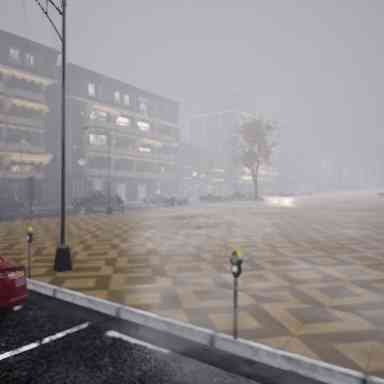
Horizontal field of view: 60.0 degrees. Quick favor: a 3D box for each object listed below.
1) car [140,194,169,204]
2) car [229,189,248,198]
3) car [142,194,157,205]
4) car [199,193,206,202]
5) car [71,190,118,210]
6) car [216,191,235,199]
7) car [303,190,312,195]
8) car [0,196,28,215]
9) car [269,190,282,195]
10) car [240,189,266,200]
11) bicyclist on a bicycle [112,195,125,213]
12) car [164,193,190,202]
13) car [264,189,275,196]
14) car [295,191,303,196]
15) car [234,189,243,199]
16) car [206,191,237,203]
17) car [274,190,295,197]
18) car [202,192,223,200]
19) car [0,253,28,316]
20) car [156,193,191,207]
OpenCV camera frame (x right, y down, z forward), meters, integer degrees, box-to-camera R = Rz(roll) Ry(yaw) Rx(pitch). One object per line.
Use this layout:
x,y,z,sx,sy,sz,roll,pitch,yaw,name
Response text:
-5.576,0.972,50.130,1.947,1.339,4.313,2,2,35,car
10.279,0.290,73.016,2.192,1.841,5.009,2,2,35,car
-4.645,0.982,46.922,1.812,1.442,4.674,0,1,35,car
3.014,0.814,52.471,1.882,1.535,5.008,0,1,35,car
-10.966,0.851,37.813,2.150,2.045,5.566,0,1,35,car
7.009,0.589,68.302,1.752,1.417,4.829,2,2,35,car
29.847,0.127,86.561,1.967,1.590,4.097,1,2,35,car
-17.002,1.149,29.085,2.097,1.767,4.553,0,1,37,car
22.957,0.179,91.335,1.887,1.381,4.507,2,2,35,car
10.922,0.723,59.233,1.752,1.417,4.829,1,2,35,car
-6.425,1.058,29.024,1.656,1.620,0.582,0,1,35,bicyclist on a bicycle
-2.406,0.871,54.708,2.008,1.369,4.403,2,2,35,car
19.789,0.034,86.750,2.192,1.841,5.009,2,2,35,car
23.506,0.408,77.406,2.008,1.369,4.403,1,2,35,car
8.883,0.680,61.035,1.837,1.490,4.892,0,1,35,car
4.483,0.923,49.937,2.008,1.369,4.403,1,2,35,car
20.336,0.494,72.829,2.008,1.369,4.403,1,2,35,car
3.935,0.713,63.865,1.947,1.339,4.313,2,2,35,car
-4.967,1.558,6.409,4.507,1.381,1.887,0,0,36,car
-1.858,1.097,40.780,2.008,1.369,4.403,1,2,35,car
